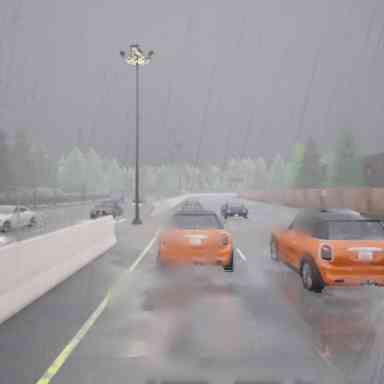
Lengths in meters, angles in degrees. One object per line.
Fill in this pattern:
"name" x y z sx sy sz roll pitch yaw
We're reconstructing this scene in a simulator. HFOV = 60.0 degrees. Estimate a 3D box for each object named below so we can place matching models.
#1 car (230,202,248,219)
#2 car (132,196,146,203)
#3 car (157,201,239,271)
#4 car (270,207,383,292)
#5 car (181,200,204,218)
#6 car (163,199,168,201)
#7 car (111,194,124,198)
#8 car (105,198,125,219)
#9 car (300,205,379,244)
"car" 3.520 1.538 28.429 1.895 1.301 4.718 0 0 0
"car" -9.893 1.428 62.602 2.033 1.411 5.357 0 0 2
"car" 0.095 1.328 10.913 2.097 1.767 4.553 0 0 0
"car" 3.598 1.332 9.028 2.097 1.767 4.553 0 0 0
"car" 0.048 1.496 30.327 1.994 1.385 4.181 0 0 0
"car" -6.200 1.334 70.119 1.895 1.301 4.718 0 0 1
"car" -13.467 1.227 59.708 2.097 1.767 4.553 0 0 2
"car" -7.158 1.502 28.111 1.994 1.385 4.181 0 0 0
"car" 7.056 1.489 16.495 1.812 1.442 4.674 0 0 -1
